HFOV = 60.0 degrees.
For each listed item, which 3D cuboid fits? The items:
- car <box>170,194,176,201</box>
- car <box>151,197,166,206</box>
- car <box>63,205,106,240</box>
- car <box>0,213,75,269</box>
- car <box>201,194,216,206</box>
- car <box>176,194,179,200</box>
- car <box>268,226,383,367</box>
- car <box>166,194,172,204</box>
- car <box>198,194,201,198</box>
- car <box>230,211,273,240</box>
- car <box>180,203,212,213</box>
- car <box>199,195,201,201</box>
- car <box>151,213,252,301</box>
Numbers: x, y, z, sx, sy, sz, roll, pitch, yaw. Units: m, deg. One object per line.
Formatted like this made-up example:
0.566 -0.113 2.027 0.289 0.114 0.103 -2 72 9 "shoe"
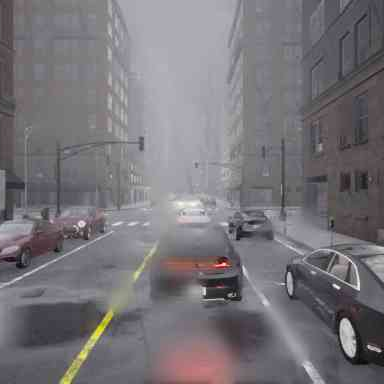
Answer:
-5.588 1.627 80.605 1.752 1.417 4.829 0 0 0 "car"
-5.636 1.618 53.733 1.802 1.307 4.206 0 0 0 "car"
-5.670 1.441 16.630 1.967 1.590 4.097 0 0 0 "car"
-5.670 1.582 11.128 1.802 1.307 4.206 0 0 0 "car"
2.888 1.476 53.720 1.967 1.590 4.097 0 0 0 "car"
-5.570 1.458 91.593 2.192 1.841 5.009 0 0 0 "car"
2.855 1.551 5.627 2.008 1.369 4.403 0 0 0 "car"
-5.617 1.607 64.550 2.008 1.369 4.403 0 0 0 "car"
2.927 1.525 75.356 1.967 1.590 4.097 0 0 0 "car"
2.855 1.567 16.630 1.947 1.339 4.313 0 0 0 "car"
0.082 1.527 17.442 1.812 1.442 4.674 0 0 -1 "car"
2.908 1.607 64.538 2.008 1.369 4.403 0 0 0 "car"
0.098 1.505 8.294 1.837 1.490 4.892 0 0 0 "car"
